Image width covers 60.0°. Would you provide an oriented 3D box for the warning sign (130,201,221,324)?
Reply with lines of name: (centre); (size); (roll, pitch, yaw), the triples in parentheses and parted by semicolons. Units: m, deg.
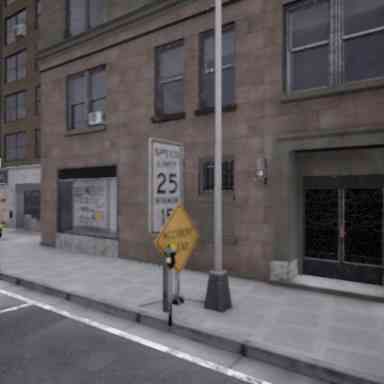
warning sign: (-0.267, 1.116, 5.985); (1.060, 1.860, 1.300); (0, 0, 35)
